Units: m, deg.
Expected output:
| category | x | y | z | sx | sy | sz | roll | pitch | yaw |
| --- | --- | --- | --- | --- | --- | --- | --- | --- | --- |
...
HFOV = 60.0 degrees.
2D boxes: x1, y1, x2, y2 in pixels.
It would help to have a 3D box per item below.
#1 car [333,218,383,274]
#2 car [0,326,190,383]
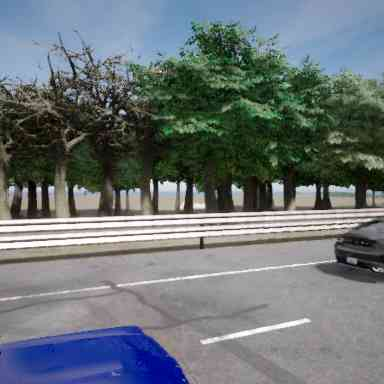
| category | x | y | z | sx | sy | sz | roll | pitch | yaw |
| --- | --- | --- | --- | --- | --- | --- | --- | --- | --- |
| car | 6.295 | 1.496 | 9.471 | 4.892 | 1.490 | 1.837 | 0 | 0 | -24 |
| car | -2.160 | 1.601 | 1.848 | 4.718 | 1.301 | 1.895 | 0 | 0 | -25 |
